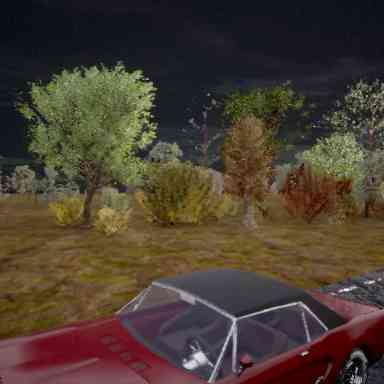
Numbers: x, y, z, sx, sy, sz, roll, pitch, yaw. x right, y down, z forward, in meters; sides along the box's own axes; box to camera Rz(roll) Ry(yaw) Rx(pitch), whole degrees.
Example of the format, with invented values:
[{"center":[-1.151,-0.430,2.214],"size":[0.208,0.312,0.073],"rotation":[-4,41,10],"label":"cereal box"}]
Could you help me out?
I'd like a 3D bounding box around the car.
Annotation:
[{"center":[0.063,1.615,3.389],"size":[4.718,1.301,1.895],"rotation":[0,0,-36],"label":"car"}]
